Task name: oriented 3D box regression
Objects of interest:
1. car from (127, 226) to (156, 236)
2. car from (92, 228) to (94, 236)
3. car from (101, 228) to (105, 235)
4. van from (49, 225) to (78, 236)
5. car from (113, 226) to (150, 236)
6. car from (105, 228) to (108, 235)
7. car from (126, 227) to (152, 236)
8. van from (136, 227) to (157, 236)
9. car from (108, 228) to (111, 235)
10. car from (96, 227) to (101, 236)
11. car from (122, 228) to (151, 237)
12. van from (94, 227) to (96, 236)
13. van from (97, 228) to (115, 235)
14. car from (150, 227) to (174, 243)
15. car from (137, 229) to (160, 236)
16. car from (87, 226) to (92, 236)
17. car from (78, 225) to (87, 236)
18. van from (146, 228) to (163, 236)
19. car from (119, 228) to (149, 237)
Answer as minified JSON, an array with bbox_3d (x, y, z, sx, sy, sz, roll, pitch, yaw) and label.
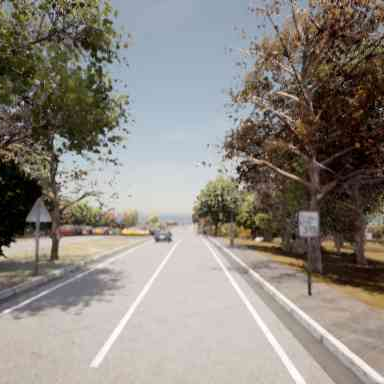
[{"bbox_3d":[-10.292,7.984,67.861,5.566,2.045,2.435,0,-7,0],"label":"car"},{"bbox_3d":[-23.394,8.200,68.051,4.892,1.521,2.231,0,-7,0],"label":"car"},{"bbox_3d":[-23.392,9.208,76.175,5.008,1.535,2.097,0,-7,0],"label":"car"},{"bbox_3d":[-23.521,6.961,59.712,4.442,1.987,1.878,0,-7,0],"label":"van"},{"bbox_3d":[-10.141,6.914,56.819,5.366,1.575,1.946,0,-7,0],"label":"car"},{"bbox_3d":[-23.391,9.564,79.049,5.008,1.535,2.097,0,-7,0],"label":"car"},{"bbox_3d":[-10.353,7.770,65.094,4.553,1.767,2.185,0,-7,0],"label":"car"},{"bbox_3d":[-10.433,9.035,76.122,4.442,1.987,1.878,0,-7,0],"label":"van"},{"bbox_3d":[-23.389,9.907,81.798,4.892,1.521,2.231,0,-7,0],"label":"car"},{"bbox_3d":[-23.366,8.757,73.565,4.553,1.767,2.185,0,-7,0],"label":"car"},{"bbox_3d":[-10.330,7.560,62.322,5.008,1.535,2.097,0,-7,0],"label":"car"},{"bbox_3d":[-23.515,8.316,70.829,4.442,1.987,1.878,0,-7,0],"label":"van"},{"bbox_3d":[-23.273,10.706,90.072,4.442,1.987,1.878,0,-7,0],"label":"van"},{"bbox_3d":[-3.330,5.129,39.324,2.128,1.511,4.902,0,-6,0],"label":"car"},{"bbox_3d":[-10.322,9.602,78.850,5.008,1.535,2.097,0,-7,0],"label":"car"},{"bbox_3d":[-23.217,7.858,65.305,5.366,1.575,1.946,0,-7,0],"label":"car"},{"bbox_3d":[-23.430,7.275,62.587,5.566,2.045,2.435,0,-7,0],"label":"car"},{"bbox_3d":[-10.193,10.746,89.898,4.442,1.987,1.878,0,-7,0],"label":"van"},{"bbox_3d":[-10.331,7.235,59.569,4.892,1.521,2.231,0,-7,0],"label":"car"}]
